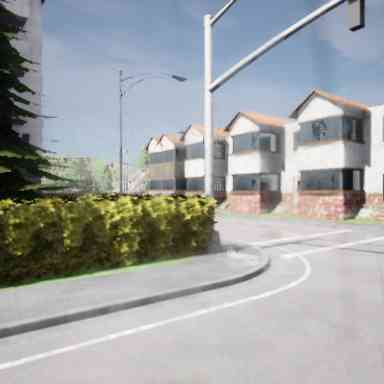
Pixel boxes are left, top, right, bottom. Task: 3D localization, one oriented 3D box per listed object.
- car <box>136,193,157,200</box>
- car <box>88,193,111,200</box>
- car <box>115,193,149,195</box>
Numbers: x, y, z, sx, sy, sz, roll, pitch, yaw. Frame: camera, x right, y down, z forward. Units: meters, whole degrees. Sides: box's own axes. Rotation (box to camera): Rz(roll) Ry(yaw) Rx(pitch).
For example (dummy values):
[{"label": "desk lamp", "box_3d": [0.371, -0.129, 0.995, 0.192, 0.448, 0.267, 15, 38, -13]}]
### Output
[{"label": "car", "box_3d": [-10.595, 1.094, 77.512, 4.514, 1.523, 2.007, 0, 0, -37]}, {"label": "car", "box_3d": [-22.512, 0.998, 81.246, 5.027, 1.636, 2.152, 0, 0, -37]}, {"label": "car", "box_3d": [-4.654, 1.149, 27.120, 2.150, 2.045, 5.566, 0, 0, -36]}]
